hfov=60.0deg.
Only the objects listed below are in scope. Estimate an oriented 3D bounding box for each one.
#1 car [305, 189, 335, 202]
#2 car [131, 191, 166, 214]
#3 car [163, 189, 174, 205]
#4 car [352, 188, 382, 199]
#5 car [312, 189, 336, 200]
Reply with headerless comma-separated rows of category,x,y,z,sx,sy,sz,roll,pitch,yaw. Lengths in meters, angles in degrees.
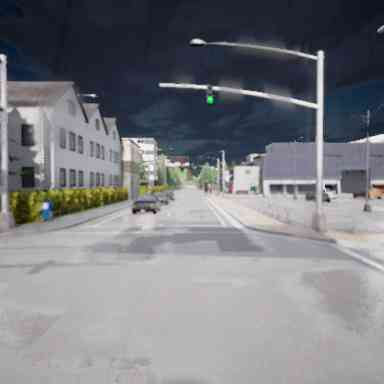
car,15.501,0.527,41.257,2.007,1.523,4.514,0,1,0
car,-3.550,0.918,26.730,2.033,1.411,5.357,0,1,0
car,-3.522,0.630,37.022,2.128,1.511,4.902,0,1,0
car,25.575,0.213,48.632,2.152,1.636,5.027,0,1,0
car,19.158,0.301,48.305,1.970,1.475,3.806,0,1,0
